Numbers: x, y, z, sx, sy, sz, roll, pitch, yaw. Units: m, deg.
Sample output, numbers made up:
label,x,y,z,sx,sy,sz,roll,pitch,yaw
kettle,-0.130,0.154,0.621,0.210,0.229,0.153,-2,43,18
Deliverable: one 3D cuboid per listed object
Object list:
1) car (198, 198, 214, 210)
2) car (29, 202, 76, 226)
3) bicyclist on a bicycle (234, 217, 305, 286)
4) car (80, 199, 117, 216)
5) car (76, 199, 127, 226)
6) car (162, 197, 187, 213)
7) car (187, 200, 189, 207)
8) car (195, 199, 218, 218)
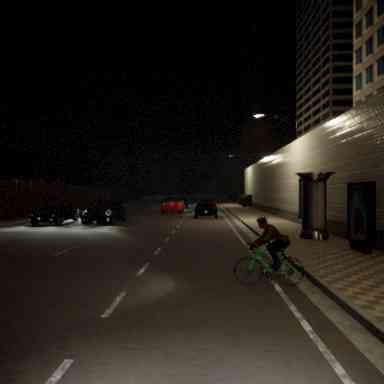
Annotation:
label,x,y,z,sx,sy,sz,roll,pitch,yaw
car,1.839,1.544,43.705,1.994,1.385,4.181,0,0,3
car,-9.627,1.495,23.597,1.837,1.490,4.892,0,-1,3
bicyclist on a bicycle,1.810,1.413,7.814,1.656,1.620,0.582,0,0,2
car,-9.234,1.475,33.364,2.128,1.511,4.902,0,0,3
car,-6.126,1.340,23.535,2.097,1.767,4.553,0,0,3
car,-1.995,1.335,36.367,2.097,1.767,4.553,0,0,3
car,-1.514,1.482,48.375,1.837,1.490,4.892,0,0,3
car,1.261,1.464,29.684,1.882,1.535,5.008,0,0,2
